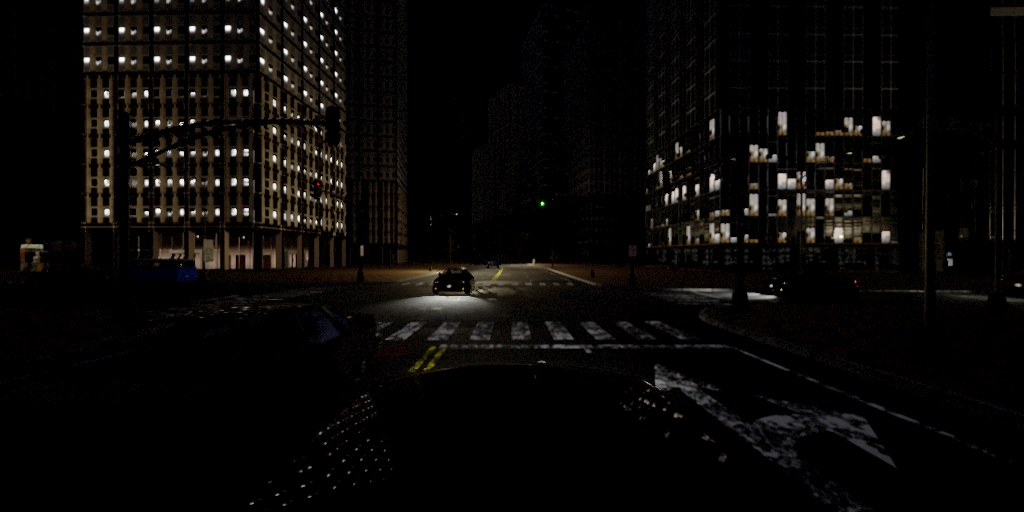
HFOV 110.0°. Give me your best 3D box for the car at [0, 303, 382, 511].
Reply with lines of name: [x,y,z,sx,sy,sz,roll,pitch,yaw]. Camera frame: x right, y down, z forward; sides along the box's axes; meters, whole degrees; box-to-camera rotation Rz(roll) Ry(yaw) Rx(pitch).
car: [-3.251,1.310,4.181,2.033,1.411,5.357,0,0,0]

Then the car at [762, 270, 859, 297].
car: [16.187,1.467,19.590,4.181,1.385,1.994,0,0,1]

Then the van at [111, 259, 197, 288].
van: [-22.653,1.060,22.993,3.998,1.789,1.690,0,0,1]

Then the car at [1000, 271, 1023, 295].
car: [30.076,1.177,19.298,5.566,2.045,2.150,-1,0,1]

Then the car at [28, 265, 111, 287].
car: [-28.192,1.240,23.040,4.507,1.381,1.888,0,0,1]

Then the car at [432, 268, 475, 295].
car: [-3.245,1.378,20.570,1.994,1.385,4.181,0,0,0]

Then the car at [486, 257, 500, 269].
car: [-3.315,1.139,62.798,2.150,2.045,5.566,0,0,-1]
